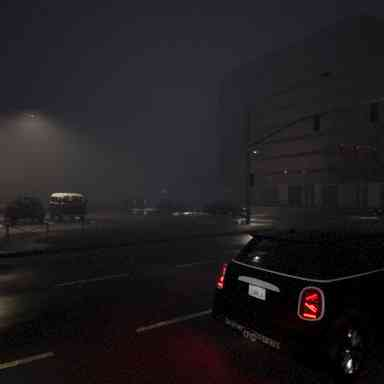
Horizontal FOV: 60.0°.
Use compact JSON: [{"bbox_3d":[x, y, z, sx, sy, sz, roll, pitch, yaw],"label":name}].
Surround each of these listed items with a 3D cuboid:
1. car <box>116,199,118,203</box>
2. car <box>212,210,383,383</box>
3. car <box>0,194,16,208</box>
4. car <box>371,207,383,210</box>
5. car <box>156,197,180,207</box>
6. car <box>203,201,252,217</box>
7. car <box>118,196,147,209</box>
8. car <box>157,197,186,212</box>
[{"bbox_3d":[-13.960,1.619,67.980,1.994,1.385,4.181,0,0,-35],"label":"car"},{"bbox_3d":[2.601,1.352,5.658,4.553,1.767,2.097,0,0,-35],"label":"car"},{"bbox_3d":[-31.719,1.209,56.462,1.932,1.855,4.605,0,0,-35],"label":"car"},{"bbox_3d":[19.149,1.581,30.065,5.357,1.411,2.033,0,0,0],"label":"car"},{"bbox_3d":[-3.947,1.581,53.882,1.812,1.442,4.674,0,0,-35],"label":"car"},{"bbox_3d":[3.168,1.603,31.431,2.033,1.411,5.357,0,0,-35],"label":"car"},{"bbox_3d":[-8.287,1.407,47.579,2.097,1.767,4.553,0,0,-35],"label":"car"},{"bbox_3d":[-2.525,1.581,39.464,1.812,1.442,4.674,0,0,-36],"label":"car"}]
